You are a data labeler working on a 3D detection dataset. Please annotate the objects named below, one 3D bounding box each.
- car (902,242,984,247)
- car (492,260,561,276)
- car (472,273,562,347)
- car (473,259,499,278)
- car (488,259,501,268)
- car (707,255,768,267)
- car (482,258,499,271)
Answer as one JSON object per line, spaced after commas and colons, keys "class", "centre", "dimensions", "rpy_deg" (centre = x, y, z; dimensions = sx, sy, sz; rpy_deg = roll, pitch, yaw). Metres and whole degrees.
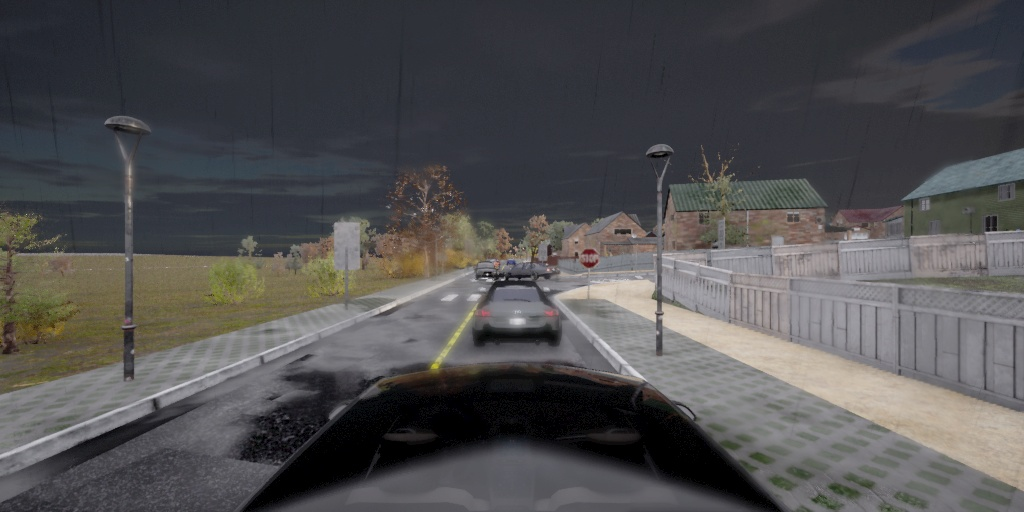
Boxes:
{"class": "car", "centre": [23.842, -0.208, 20.380], "dimensions": [4.902, 1.511, 2.128], "rpy_deg": [-3, 0, 14]}
{"class": "car", "centre": [1.271, 1.198, 28.369], "dimensions": [5.357, 1.411, 2.033], "rpy_deg": [-4, -3, 43]}
{"class": "car", "centre": [0.084, 1.313, 9.352], "dimensions": [1.994, 1.385, 4.181], "rpy_deg": [0, 0, -1]}
{"class": "car", "centre": [-2.324, 1.257, 31.272], "dimensions": [1.837, 1.490, 4.892], "rpy_deg": [0, 0, -8]}
{"class": "car", "centre": [-2.979, 1.256, 61.125], "dimensions": [1.882, 1.535, 5.008], "rpy_deg": [0, 0, 0]}
{"class": "car", "centre": [14.336, 0.413, 22.778], "dimensions": [4.181, 1.385, 1.994], "rpy_deg": [-3, 0, 16]}
{"class": "car", "centre": [-2.969, 1.120, 51.088], "dimensions": [2.097, 1.767, 4.553], "rpy_deg": [0, 0, 0]}
